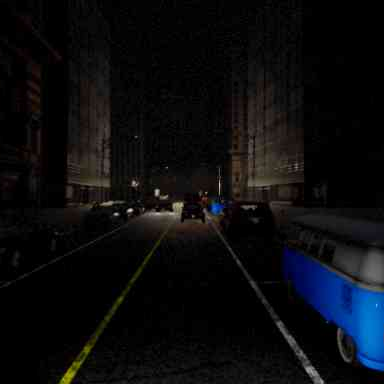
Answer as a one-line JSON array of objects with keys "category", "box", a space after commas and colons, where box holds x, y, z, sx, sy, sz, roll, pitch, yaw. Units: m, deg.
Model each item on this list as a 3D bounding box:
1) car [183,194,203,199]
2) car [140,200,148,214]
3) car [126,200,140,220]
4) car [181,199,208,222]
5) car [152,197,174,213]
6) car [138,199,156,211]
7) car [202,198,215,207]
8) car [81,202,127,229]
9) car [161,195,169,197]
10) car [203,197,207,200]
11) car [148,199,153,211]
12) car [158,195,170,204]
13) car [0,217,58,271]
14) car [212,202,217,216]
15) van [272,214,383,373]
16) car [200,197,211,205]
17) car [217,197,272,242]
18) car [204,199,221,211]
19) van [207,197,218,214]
[{"category": "car", "box": [0.078, 1.293, 40.553, 2.150, 2.045, 5.566, 0, 0, 0]}, {"category": "car", "box": [-5.865, 1.485, 32.720, 1.967, 1.590, 4.097, 1, 0, 0]}, {"category": "car", "box": [-5.863, 1.583, 27.261, 2.008, 1.369, 4.403, 1, 0, 0]}, {"category": "car", "box": [0.080, 1.556, 26.218, 1.812, 1.442, 4.674, 0, 0, 0]}, {"category": "car", "box": [-3.115, 1.586, 38.084, 1.812, 1.442, 4.674, 0, 0, 0]}, {"category": "car", "box": [-5.873, 1.662, 43.638, 1.802, 1.307, 4.206, 1, 0, 0]}, {"category": "car", "box": [2.645, 1.710, 54.557, 1.802, 1.307, 4.206, 0, 0, 0]}, {"category": "car", "box": [-5.860, 1.573, 21.801, 2.008, 1.369, 4.403, 1, 0, 0]}, {"category": "car", "box": [-5.885, 1.713, 65.304, 1.752, 1.417, 4.829, 0, 0, 0]}, {"category": "car", "box": [2.656, 1.501, 38.179, 1.967, 1.590, 4.097, 1, 0, 0]}, {"category": "car", "box": [-5.870, 1.606, 38.179, 1.887, 1.381, 4.507, 1, 0, 0]}, {"category": "car", "box": [-5.887, 1.538, 70.935, 2.192, 1.841, 5.009, 0, 0, 0]}, {"category": "car", "box": [-5.853, 1.558, 10.881, 2.008, 1.369, 4.403, 1, 0, 0]}, {"category": "car", "box": [2.665, 1.573, 21.798, 2.008, 1.369, 4.403, 1, 0, 0]}, {"category": "van", "box": [2.677, 1.344, 5.418, 1.690, 1.788, 3.998, 1, 0, 0]}, {"category": "car", "box": [2.639, 1.733, 65.477, 1.887, 1.381, 4.507, 0, 0, 0]}, {"category": "car", "box": [2.671, 1.330, 16.339, 2.192, 1.841, 5.009, 1, 0, 0]}, {"category": "car", "box": [2.652, 1.625, 43.638, 1.887, 1.381, 4.507, 1, 0, 0]}, {"category": "van", "box": [2.661, 1.386, 32.720, 1.690, 1.788, 3.998, 1, 0, 0]}]
